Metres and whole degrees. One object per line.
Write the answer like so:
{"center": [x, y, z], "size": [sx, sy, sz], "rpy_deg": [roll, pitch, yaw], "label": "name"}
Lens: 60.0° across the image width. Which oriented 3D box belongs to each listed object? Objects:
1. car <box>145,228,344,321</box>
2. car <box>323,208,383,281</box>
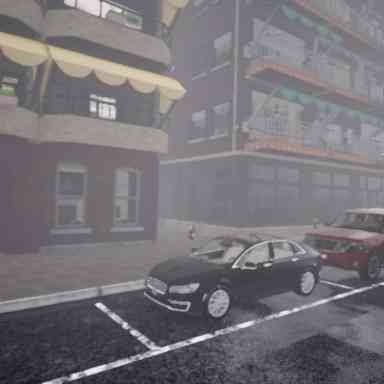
{"center": [1.101, 1.622, 7.332], "size": [4.403, 1.369, 2.008], "rpy_deg": [1, 1, -36], "label": "car"}
{"center": [5.614, 1.462, 10.549], "size": [5.009, 1.841, 2.192], "rpy_deg": [1, 1, -36], "label": "car"}
